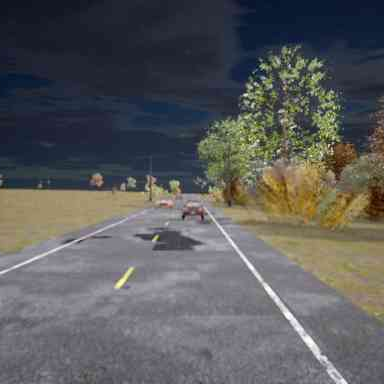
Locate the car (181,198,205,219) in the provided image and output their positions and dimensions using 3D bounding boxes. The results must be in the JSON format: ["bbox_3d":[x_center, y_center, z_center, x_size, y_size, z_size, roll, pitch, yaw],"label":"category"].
[{"bbox_3d":[0.101,1.475,28.546,1.812,1.442,4.674,0,0,0],"label":"car"}]

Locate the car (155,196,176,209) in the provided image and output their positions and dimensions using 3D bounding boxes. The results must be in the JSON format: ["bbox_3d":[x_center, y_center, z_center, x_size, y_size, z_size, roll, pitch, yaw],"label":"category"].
[{"bbox_3d":[-3.570,1.275,43.720,2.097,1.767,4.553,0,0,0],"label":"car"}]

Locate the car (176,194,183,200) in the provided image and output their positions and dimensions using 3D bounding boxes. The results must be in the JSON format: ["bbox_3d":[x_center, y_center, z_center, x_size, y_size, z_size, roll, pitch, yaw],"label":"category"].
[{"bbox_3d":[-3.471,1.357,89.332,1.837,1.490,4.892,0,0,0],"label":"car"}]

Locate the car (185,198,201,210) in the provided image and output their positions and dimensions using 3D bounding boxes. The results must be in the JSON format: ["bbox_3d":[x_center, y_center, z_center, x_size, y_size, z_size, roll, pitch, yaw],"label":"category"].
[{"bbox_3d":[0.114,1.472,43.303,2.033,1.411,5.357,0,0,0],"label":"car"}]
